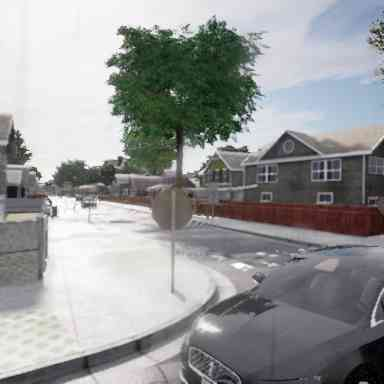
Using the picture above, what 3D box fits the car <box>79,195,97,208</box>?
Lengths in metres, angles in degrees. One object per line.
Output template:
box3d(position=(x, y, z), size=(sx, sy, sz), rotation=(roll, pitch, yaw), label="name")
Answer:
box3d(position=(-15.557, 1.648, 50.267), size=(1.837, 1.490, 4.892), rotation=(1, 0, -24), label="car")

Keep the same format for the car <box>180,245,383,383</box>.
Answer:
box3d(position=(2.126, 1.559, 4.461), size=(4.892, 1.490, 1.837), rotation=(1, 0, -35), label="car")

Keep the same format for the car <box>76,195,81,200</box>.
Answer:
box3d(position=(-27.378, 1.506, 84.026), size=(2.097, 1.767, 4.553), rotation=(1, 0, -24), label="car")
